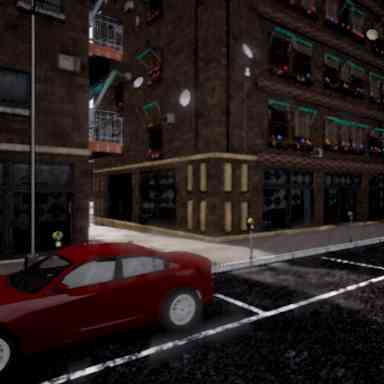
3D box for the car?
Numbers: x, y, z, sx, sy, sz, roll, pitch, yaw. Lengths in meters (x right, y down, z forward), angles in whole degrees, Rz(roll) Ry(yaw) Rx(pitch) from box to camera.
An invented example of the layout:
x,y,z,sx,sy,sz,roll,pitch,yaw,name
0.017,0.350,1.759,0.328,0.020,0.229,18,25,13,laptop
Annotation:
x,y,z,sx,sy,sz,roll,pitch,yaw,name
-1.683,1.541,5.359,4.507,1.381,1.887,0,0,-36,car
